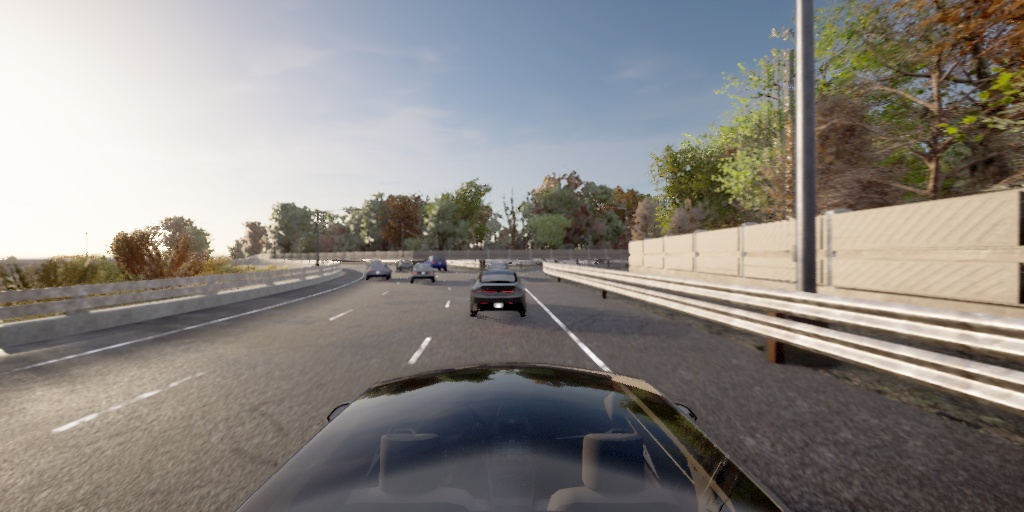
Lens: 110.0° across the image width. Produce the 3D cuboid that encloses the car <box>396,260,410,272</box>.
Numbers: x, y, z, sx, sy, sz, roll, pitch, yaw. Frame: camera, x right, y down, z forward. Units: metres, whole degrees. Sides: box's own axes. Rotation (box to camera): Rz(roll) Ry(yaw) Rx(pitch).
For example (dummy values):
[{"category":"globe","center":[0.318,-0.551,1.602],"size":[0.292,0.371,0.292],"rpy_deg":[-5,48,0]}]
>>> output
[{"category":"car","center":[-14.550,1.295,48.519],"size":[2.128,1.511,4.902],"rpy_deg":[0,0,-25]}]

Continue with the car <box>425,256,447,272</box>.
[{"category":"car","center":[-10.158,1.001,47.418],"size":[2.150,2.045,5.566],"rpy_deg":[0,0,-24]}]

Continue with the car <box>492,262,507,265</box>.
[{"category":"car","center":[-1.126,1.286,32.354],"size":[2.033,1.411,5.357],"rpy_deg":[0,0,2]}]

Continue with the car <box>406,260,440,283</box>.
[{"category":"car","center":[-7.211,1.322,28.882],"size":[2.033,1.411,5.357],"rpy_deg":[0,0,-15]}]

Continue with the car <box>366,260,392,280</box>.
[{"category":"car","center":[-11.882,1.362,32.116],"size":[1.994,1.385,4.181],"rpy_deg":[0,0,-17]}]

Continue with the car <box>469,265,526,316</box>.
[{"category":"car","center":[-0.519,1.251,13.327],"size":[1.837,1.490,4.892],"rpy_deg":[0,0,-3]}]
